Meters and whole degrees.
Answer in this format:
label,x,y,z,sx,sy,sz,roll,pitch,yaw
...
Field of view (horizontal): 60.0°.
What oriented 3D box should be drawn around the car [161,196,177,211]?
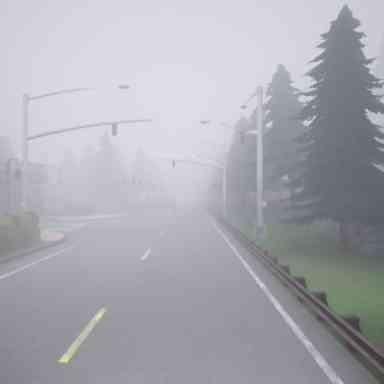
label,x,y,z,sx,sy,sz,roll,pitch,yaw
car,-3.488,1.758,50.929,2.150,2.045,5.566,0,-1,0
